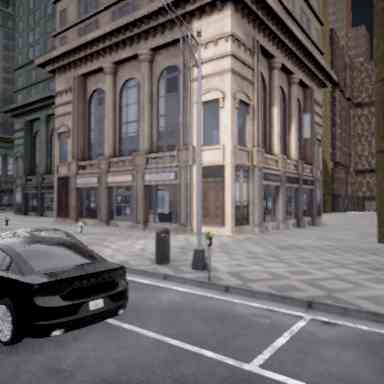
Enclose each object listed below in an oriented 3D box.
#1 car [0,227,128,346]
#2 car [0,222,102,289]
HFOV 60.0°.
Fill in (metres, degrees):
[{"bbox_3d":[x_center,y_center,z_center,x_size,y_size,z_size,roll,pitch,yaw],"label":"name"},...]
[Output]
[{"bbox_3d":[-3.425,1.630,6.743,5.008,1.535,1.882,-1,-2,39],"label":"car"},{"bbox_3d":[-5.056,1.781,10.429,4.403,1.369,2.008,-1,-2,37],"label":"car"}]
